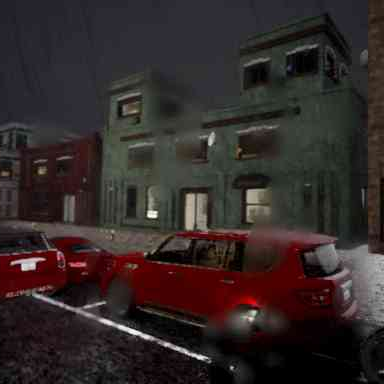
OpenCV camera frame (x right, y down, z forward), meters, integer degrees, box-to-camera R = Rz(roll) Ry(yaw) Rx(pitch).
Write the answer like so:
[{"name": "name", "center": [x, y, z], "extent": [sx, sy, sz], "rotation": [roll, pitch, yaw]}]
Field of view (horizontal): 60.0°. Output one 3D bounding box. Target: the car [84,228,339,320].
[{"name": "car", "center": [0.395, 1.613, 6.355], "extent": [5.009, 1.841, 2.192], "rotation": [-1, -3, 39]}]

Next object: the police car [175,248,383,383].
[{"name": "police car", "center": [2.503, 1.583, 2.347], "extent": [5.238, 1.638, 1.930], "rotation": [-1, -3, 39]}]

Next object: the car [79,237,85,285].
[{"name": "car", "center": [-3.921, 1.962, 9.835], "extent": [4.206, 1.307, 1.802], "rotation": [-1, -3, 39]}]

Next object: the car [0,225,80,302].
[{"name": "car", "center": [-5.190, 1.652, 8.497], "extent": [4.553, 1.767, 2.097], "rotation": [-1, -3, 38]}]
